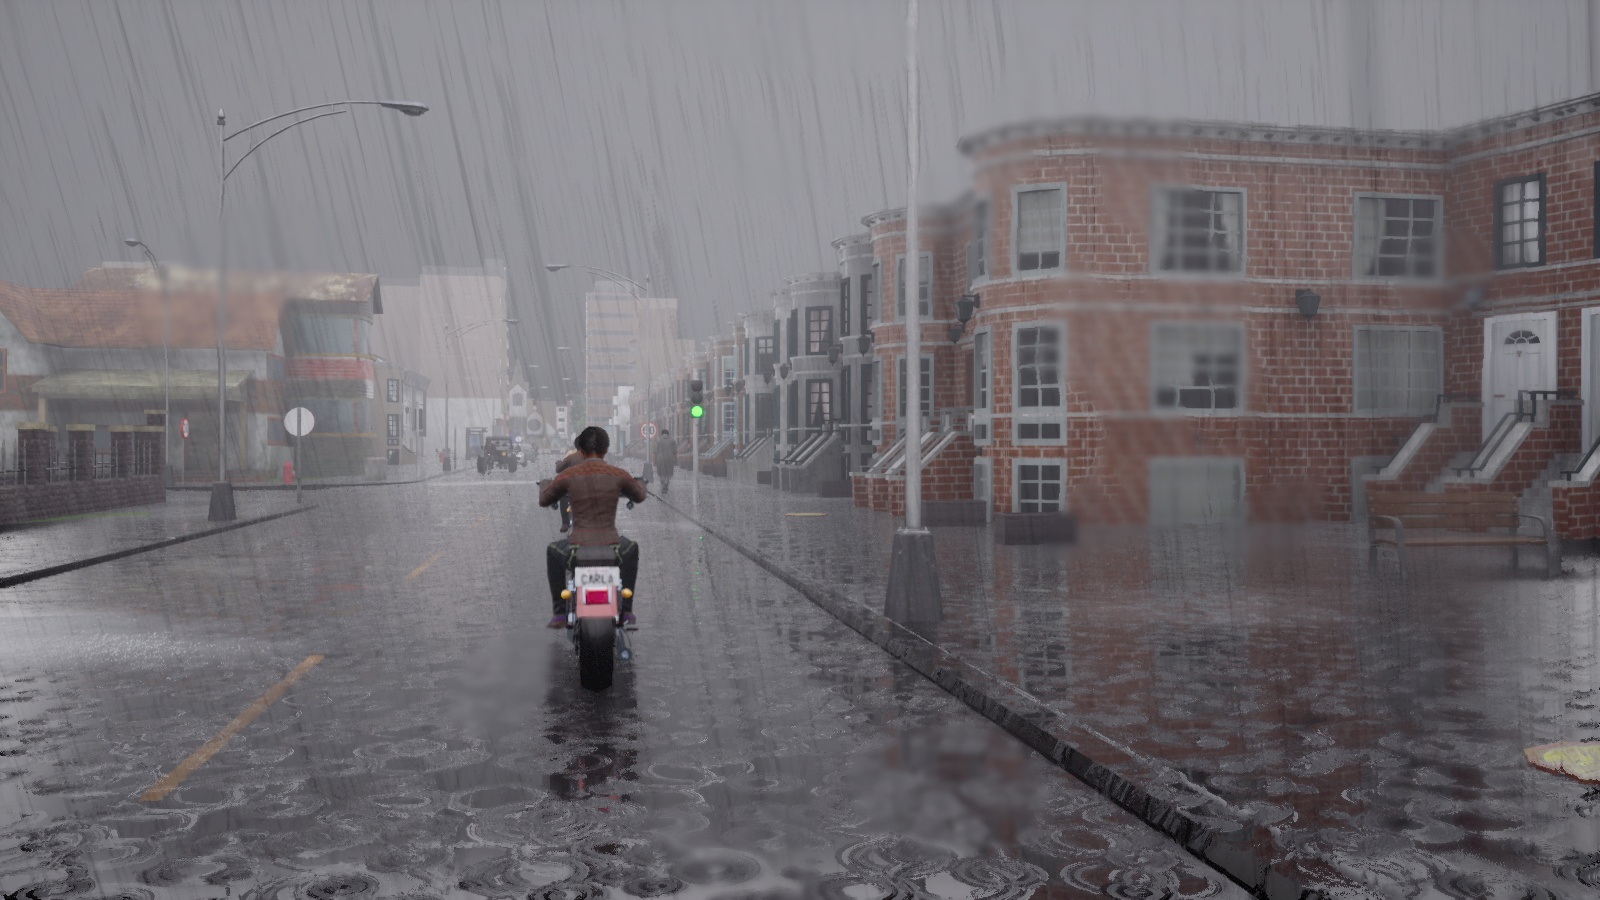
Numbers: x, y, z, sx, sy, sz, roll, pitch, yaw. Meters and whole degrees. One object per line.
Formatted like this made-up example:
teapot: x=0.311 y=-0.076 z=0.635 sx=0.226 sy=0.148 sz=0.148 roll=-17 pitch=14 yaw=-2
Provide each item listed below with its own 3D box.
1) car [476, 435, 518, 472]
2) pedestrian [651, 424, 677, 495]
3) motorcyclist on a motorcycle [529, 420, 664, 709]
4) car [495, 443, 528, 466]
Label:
car: x=-15.980 y=0.179 z=66.370 sx=1.905 sy=1.878 sz=3.866 roll=0 pitch=0 yaw=-10
pedestrian: x=-3.782 y=0.270 z=35.047 sx=0.659 sy=1.952 sz=0.873 roll=0 pitch=0 yaw=-1
motorcyclist on a motorcycle: x=-1.381 y=0.651 z=8.387 sx=0.766 sy=1.649 sz=2.350 roll=0 pitch=0 yaw=-10
car: x=-18.796 y=0.265 z=81.942 sx=1.970 sy=1.475 sz=3.806 roll=0 pitch=0 yaw=-10
